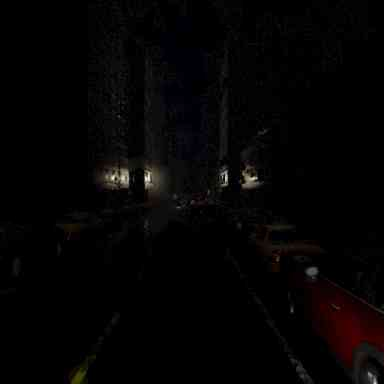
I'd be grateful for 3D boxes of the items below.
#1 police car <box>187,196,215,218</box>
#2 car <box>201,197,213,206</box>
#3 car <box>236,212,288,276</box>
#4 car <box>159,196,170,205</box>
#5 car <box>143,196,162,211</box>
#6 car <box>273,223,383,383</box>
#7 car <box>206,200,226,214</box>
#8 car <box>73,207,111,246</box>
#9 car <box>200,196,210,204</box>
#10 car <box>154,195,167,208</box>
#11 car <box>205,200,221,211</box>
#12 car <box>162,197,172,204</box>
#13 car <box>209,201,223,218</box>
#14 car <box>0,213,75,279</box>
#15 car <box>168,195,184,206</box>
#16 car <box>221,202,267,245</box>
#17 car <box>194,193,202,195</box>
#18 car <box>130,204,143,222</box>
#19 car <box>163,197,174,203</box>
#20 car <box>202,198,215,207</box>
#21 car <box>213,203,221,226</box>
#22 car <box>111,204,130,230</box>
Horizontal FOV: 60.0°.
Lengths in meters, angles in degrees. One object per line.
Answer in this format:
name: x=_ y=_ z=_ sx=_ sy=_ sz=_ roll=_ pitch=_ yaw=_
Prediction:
police car: x=0.735 y=1.496 z=31.437 sx=1.930 sy=1.638 sz=5.238 roll=0 pitch=0 yaw=-2
car: x=2.653 y=1.700 z=59.765 sx=2.008 sy=1.369 sz=4.403 roll=0 pitch=0 yaw=0
car: x=2.641 y=1.546 z=10.266 sx=1.752 sy=1.417 sz=4.829 roll=0 pitch=0 yaw=0
car: x=-5.371 y=1.604 z=65.279 sx=1.967 sy=1.590 sz=4.097 roll=0 pitch=0 yaw=0
car: x=-5.372 y=1.628 z=43.037 sx=1.752 sy=1.417 sz=4.829 roll=0 pitch=0 yaw=0
car: x=2.640 y=1.450 z=4.578 sx=1.967 sy=1.590 sz=4.097 roll=0 pitch=0 yaw=0
car: x=2.647 y=1.638 z=37.690 sx=2.008 sy=1.369 sz=4.403 roll=0 pitch=0 yaw=0
car: x=-5.383 y=1.557 z=15.444 sx=1.752 sy=1.417 sz=4.829 roll=0 pitch=0 yaw=0
car: x=2.655 y=1.619 z=70.804 sx=1.967 sy=1.590 sz=4.097 roll=0 pitch=0 yaw=0
car: x=-5.375 y=1.433 z=48.724 sx=2.192 sy=1.841 sz=5.009 roll=0 pitch=0 yaw=0
car: x=2.649 y=1.685 z=43.209 sx=1.802 sy=1.307 sz=4.206 roll=0 pitch=0 yaw=0
car: x=-5.370 y=1.704 z=70.627 sx=1.752 sy=1.417 sz=4.829 roll=0 pitch=0 yaw=0
car: x=2.644 y=1.624 z=26.652 sx=1.947 sy=1.339 sz=4.313 roll=0 pitch=0 yaw=0
car: x=-5.384 y=1.565 z=10.096 sx=1.887 sy=1.381 sz=4.507 roll=0 pitch=0 yaw=0
car: x=-2.794 y=1.705 z=57.328 sx=1.994 sy=1.385 sz=4.181 roll=0 pitch=0 yaw=0
car: x=2.642 y=1.472 z=15.615 sx=1.967 sy=1.590 sz=4.097 roll=0 pitch=0 yaw=0
car: x=0.837 y=1.339 z=47.382 sx=2.150 sy=2.045 sz=5.566 roll=0 pitch=0 yaw=0
car: x=-5.381 y=1.640 z=26.650 sx=1.802 sy=1.307 sz=4.206 roll=0 pitch=0 yaw=0
car: x=-5.368 y=1.745 z=76.315 sx=2.008 sy=1.369 sz=4.403 roll=0 pitch=0 yaw=0
car: x=2.651 y=1.684 z=54.247 sx=2.008 sy=1.369 sz=4.403 roll=0 pitch=0 yaw=0
car: x=2.643 y=1.594 z=21.134 sx=2.008 sy=1.369 sz=4.403 roll=0 pitch=0 yaw=0
car: x=-5.382 y=1.626 z=21.132 sx=1.802 sy=1.307 sz=4.206 roll=0 pitch=0 yaw=0
